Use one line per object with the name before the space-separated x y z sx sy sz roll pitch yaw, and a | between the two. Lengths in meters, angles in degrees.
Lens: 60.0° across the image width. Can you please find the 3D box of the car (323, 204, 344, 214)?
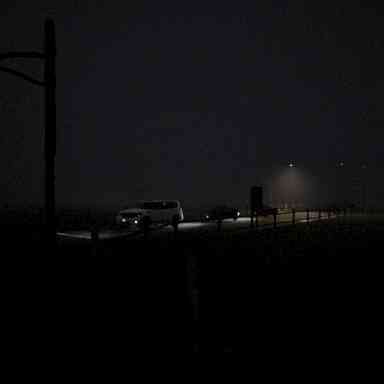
car | 22.264 2.634 52.777 1.812 1.442 4.674 0 -1 36

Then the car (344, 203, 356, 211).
car | 29.807 2.867 63.089 1.837 1.490 4.892 0 -1 36

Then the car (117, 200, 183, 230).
car | -2.947 1.608 24.601 2.150 2.045 5.566 0 -1 36

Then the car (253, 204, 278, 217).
car | 8.900 2.265 40.768 2.128 1.511 4.902 0 -1 36

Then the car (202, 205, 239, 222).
car | 2.869 2.067 32.539 2.128 1.511 4.902 0 -1 36
